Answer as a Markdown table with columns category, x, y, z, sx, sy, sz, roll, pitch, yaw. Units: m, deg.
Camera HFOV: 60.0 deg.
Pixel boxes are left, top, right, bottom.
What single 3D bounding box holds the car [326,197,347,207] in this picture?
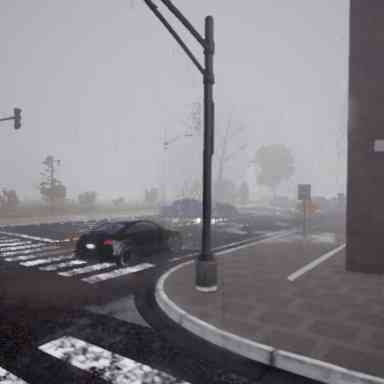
| category | x | y | z | sx | sy | sz | roll | pitch | yaw |
| --- | --- | --- | --- | --- | --- | --- | --- | --- | --- |
| car | 22.050 | 1.500 | 50.697 | 1.812 | 1.442 | 4.674 | 1 | 1 | 36 |

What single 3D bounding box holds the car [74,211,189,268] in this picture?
| category | x | y | z | sx | sy | sz | roll | pitch | yaw |
| --- | --- | --- | --- | --- | --- | --- | --- | --- | --- |
| car | -2.067 | 1.621 | 11.872 | 1.994 | 1.385 | 4.181 | 1 | 0 | 31 |

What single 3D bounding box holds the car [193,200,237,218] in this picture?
| category | x | y | z | sx | sy | sz | roll | pitch | yaw |
| --- | --- | --- | --- | --- | --- | --- | --- | --- | --- |
| car | 2.319 | 1.511 | 29.464 | 1.994 | 1.385 | 4.181 | 1 | 1 | 36 |

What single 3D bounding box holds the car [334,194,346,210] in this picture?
| category | x | y | z | sx | sy | sz | roll | pitch | yaw |
| --- | --- | --- | --- | --- | --- | --- | --- | --- | --- |
| car | 19.427 | 1.251 | 41.498 | 2.150 | 2.045 | 5.566 | 1 | 1 | 35 |

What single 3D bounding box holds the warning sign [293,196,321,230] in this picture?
| category | x | y | z | sx | sy | sz | roll | pitch | yaw |
| --- | --- | --- | --- | --- | --- | --- | --- | --- | --- |
| warning sign | 6.742 | 1.204 | 19.514 | 1.300 | 1.860 | 1.060 | 1 | 0 | 36 |

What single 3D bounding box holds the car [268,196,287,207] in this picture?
| category | x | y | z | sx | sy | sz | roll | pitch | yaw |
| --- | --- | --- | --- | --- | --- | --- | --- | --- | --- |
| car | 12.881 | 1.392 | 49.216 | 1.837 | 1.490 | 4.892 | 1 | 0 | 37 |

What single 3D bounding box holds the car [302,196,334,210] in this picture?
| category | x | y | z | sx | sy | sz | roll | pitch | yaw |
| --- | --- | --- | --- | --- | --- | --- | --- | --- | --- |
| car | 16.208 | 1.334 | 42.644 | 2.097 | 1.767 | 4.553 | 1 | 1 | 37 |

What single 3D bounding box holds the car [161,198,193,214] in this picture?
| category | x | y | z | sx | sy | sz | roll | pitch | yaw |
| --- | --- | --- | --- | --- | --- | --- | --- | --- | --- |
| car | -0.762 | 1.379 | 30.757 | 1.882 | 1.535 | 5.008 | 1 | 1 | 36 |

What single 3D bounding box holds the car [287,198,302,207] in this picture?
| category | x | y | z | sx | sy | sz | roll | pitch | yaw |
| --- | --- | --- | --- | --- | --- | --- | --- | --- | --- |
| car | 16.087 | 1.478 | 48.074 | 2.033 | 1.411 | 5.357 | 1 | 1 | 36 |
